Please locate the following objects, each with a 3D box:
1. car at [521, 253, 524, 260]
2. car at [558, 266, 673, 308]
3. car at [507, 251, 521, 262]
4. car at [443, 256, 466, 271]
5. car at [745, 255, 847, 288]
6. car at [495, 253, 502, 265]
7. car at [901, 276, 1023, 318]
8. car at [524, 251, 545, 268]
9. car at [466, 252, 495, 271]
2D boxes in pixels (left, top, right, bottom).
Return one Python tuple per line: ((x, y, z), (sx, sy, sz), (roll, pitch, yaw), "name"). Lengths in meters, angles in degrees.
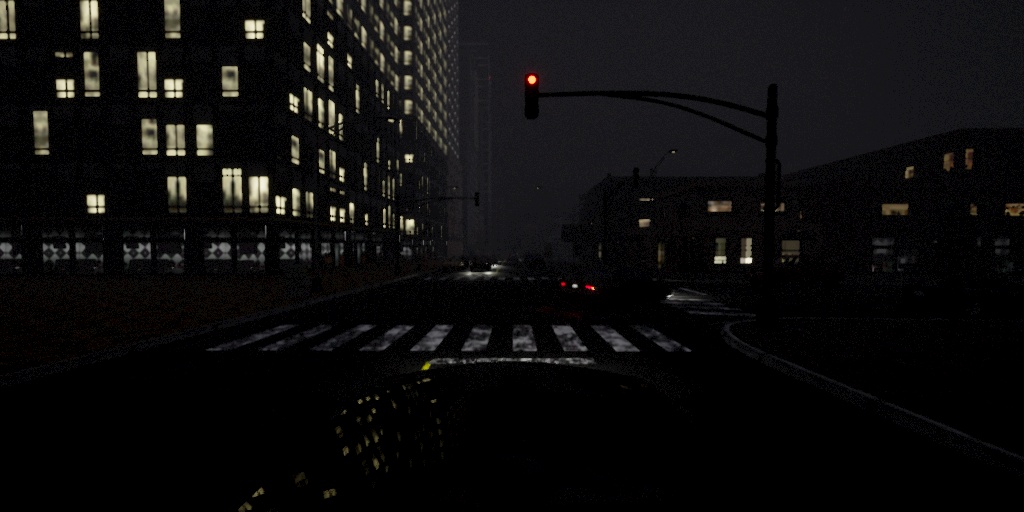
((2.797, 0.219, 52.618), (2.192, 1.841, 5.009), (0, 0, 0), "car")
((4.201, 1.107, 14.116), (5.357, 1.411, 2.033), (0, 1, -38), "car")
((0.132, 0.283, 63.820), (1.994, 1.385, 4.181), (0, 1, 0), "car")
((-5.757, 0.709, 35.591), (1.751, 1.417, 4.829), (0, 0, 0), "car")
((16.558, 0.850, 21.024), (5.009, 1.841, 2.192), (0, 0, 1), "car")
((-2.981, 0.428, 50.759), (2.128, 1.511, 4.902), (0, 1, 0), "car")
((16.434, 1.370, 12.649), (4.313, 1.339, 1.948), (0, 0, 1), "car")
((2.773, 0.531, 41.331), (1.967, 1.591, 4.097), (0, 0, 0), "car")
((-3.027, 0.666, 35.453), (1.882, 1.535, 5.008), (0, 1, 0), "car")
